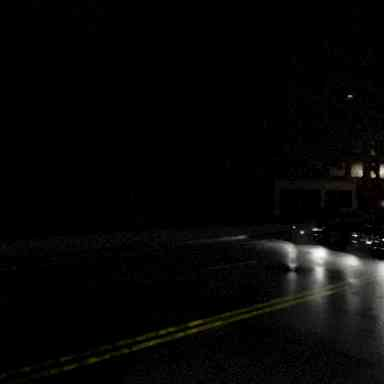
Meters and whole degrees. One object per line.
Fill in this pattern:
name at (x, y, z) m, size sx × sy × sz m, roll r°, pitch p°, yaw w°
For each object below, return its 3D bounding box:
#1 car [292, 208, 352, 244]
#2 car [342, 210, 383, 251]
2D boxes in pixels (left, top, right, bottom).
car at (6.970, 1.584, 16.294) m, size 4.892 × 1.490 × 1.837 m, roll 0°, pitch 0°, yaw -34°
car at (8.388, 1.582, 13.334) m, size 4.892 × 1.490 × 1.837 m, roll 0°, pitch 0°, yaw -34°
